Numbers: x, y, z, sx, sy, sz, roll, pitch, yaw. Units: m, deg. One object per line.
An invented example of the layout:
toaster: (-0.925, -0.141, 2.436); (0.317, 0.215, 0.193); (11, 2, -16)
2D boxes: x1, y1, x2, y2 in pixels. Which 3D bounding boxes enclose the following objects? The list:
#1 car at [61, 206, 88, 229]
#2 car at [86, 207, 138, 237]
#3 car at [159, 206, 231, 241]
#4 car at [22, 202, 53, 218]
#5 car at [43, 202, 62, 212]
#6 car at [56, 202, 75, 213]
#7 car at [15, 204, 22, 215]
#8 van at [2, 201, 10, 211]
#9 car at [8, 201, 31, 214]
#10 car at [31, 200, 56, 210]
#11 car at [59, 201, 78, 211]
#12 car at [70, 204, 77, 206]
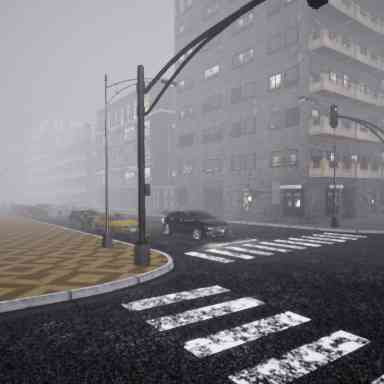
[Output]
car: (-8.209, 2.002, 25.470); (1.947, 1.339, 4.313); (-2, 0, -36)
car: (-4.764, 1.865, 20.776); (1.752, 1.417, 4.829); (-2, 0, -36)
car: (0.099, 1.745, 18.548); (1.837, 1.490, 4.892); (-1, -1, -36)
car: (-18.247, 2.262, 39.142); (1.887, 1.381, 4.507); (-2, 0, -36)
car: (-23.805, 2.518, 56.526); (1.994, 1.385, 4.181); (-1, -1, -37)
car: (-17.893, 2.389, 48.466); (1.895, 1.301, 4.718); (-1, -1, -36)
car: (-21.592, 2.392, 43.700); (1.802, 1.307, 4.206); (-2, 0, -36)
van: (-31.636, 2.433, 57.373); (1.690, 1.788, 3.998); (-2, 0, -36)
car: (-24.939, 2.449, 48.257); (1.887, 1.381, 4.507); (-2, 0, -36)
car: (-21.578, 2.368, 48.242); (1.837, 1.490, 4.892); (-1, -1, -36)
car: (-21.534, 2.366, 57.775); (1.967, 1.590, 4.097); (-2, 0, -36)
car: (-10.047, 2.125, 32.373); (1.895, 1.301, 4.718); (-1, -1, -36)
